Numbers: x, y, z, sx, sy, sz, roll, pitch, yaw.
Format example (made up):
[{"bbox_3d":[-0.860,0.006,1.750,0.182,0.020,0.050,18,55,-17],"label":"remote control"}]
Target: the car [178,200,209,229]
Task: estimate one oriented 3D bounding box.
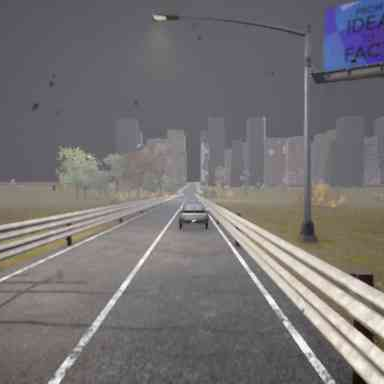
[{"bbox_3d":[0.108,1.484,21.742,2.128,1.511,4.902,0,0,0],"label":"car"}]
